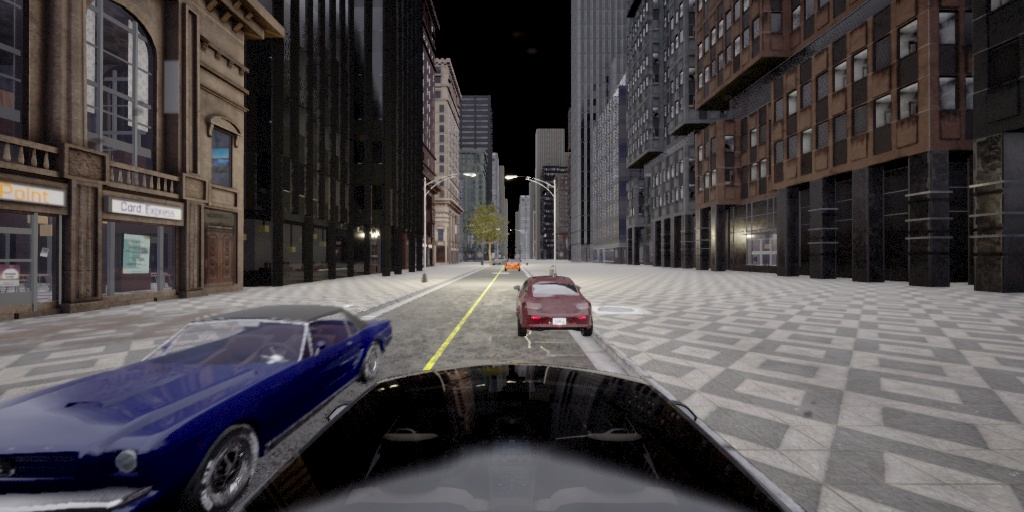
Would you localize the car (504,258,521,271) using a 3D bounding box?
[{"bbox_3d":[0.084,1.133,48.405,2.097,1.767,4.553,0,0,1],"label":"car"}]

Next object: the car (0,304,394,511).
[{"bbox_3d":[-3.101,1.351,4.352,1.895,1.301,4.718,0,0,0],"label":"car"}]

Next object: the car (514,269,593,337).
[{"bbox_3d":[1.047,1.278,10.219,1.812,1.442,4.674,0,0,0],"label":"car"}]
